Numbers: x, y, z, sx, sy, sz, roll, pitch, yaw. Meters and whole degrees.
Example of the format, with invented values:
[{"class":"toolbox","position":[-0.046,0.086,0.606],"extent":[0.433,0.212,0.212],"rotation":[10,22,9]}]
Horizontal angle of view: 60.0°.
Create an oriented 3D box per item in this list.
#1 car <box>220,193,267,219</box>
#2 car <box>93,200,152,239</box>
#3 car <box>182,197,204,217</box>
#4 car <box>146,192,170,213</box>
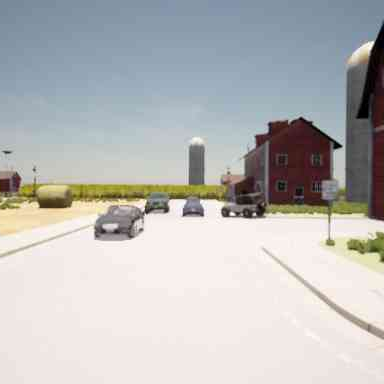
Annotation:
[{"class":"car","position":[4.194,1.102,27.238],"extent":[1.905,1.878,3.866],"rotation":[-7,4,-42]},{"class":"car","position":[-3.569,1.408,16.951],"extent":[2.128,1.511,4.902],"rotation":[1,0,0]},{"class":"car","position":[0.112,1.467,30.455],"extent":[1.994,1.385,4.181],"rotation":[1,0,0]},{"class":"car","position":[-3.464,1.076,34.581],"extent":[2.150,2.045,5.566],"rotation":[1,0,0]}]
